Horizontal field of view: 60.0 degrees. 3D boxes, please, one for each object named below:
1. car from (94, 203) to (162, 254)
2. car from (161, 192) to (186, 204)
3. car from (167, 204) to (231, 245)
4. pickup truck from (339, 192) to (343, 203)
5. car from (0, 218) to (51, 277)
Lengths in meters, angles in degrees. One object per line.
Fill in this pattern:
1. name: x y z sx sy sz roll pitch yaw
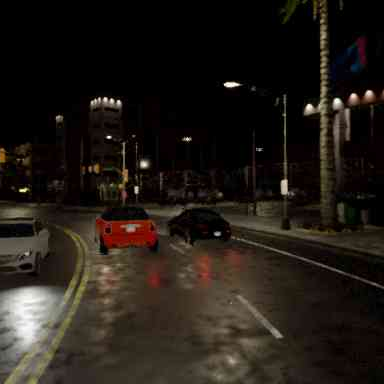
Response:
1. car: -2.888 1.361 13.856 2.097 1.767 4.553 0 0 -19
2. car: -3.283 1.252 51.718 2.185 1.767 4.553 0 0 -43
3. car: 0.224 1.519 15.562 1.812 1.442 4.674 0 0 -20
4. pickup truck: 15.162 1.005 31.148 6.274 2.098 2.390 0 0 -43
5. car: -5.441 1.549 10.133 1.812 1.442 4.674 0 0 -17
